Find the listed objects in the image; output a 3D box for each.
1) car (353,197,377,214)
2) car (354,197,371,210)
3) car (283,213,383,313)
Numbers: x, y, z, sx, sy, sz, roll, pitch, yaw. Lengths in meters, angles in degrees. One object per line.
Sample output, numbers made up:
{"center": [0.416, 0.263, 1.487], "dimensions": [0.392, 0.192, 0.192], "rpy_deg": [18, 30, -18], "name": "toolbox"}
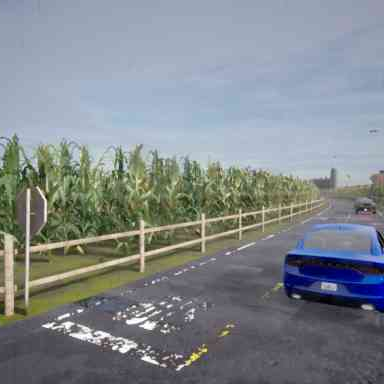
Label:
{"center": [18.307, 1.508, 35.154], "dimensions": [1.837, 1.490, 4.892], "rpy_deg": [0, 0, 27], "name": "car"}
{"center": [22.673, 1.505, 44.343], "dimensions": [1.837, 1.490, 4.892], "rpy_deg": [0, 0, 24], "name": "car"}
{"center": [3.614, 1.479, 7.875], "dimensions": [1.882, 1.535, 5.008], "rpy_deg": [0, 0, 30], "name": "car"}
